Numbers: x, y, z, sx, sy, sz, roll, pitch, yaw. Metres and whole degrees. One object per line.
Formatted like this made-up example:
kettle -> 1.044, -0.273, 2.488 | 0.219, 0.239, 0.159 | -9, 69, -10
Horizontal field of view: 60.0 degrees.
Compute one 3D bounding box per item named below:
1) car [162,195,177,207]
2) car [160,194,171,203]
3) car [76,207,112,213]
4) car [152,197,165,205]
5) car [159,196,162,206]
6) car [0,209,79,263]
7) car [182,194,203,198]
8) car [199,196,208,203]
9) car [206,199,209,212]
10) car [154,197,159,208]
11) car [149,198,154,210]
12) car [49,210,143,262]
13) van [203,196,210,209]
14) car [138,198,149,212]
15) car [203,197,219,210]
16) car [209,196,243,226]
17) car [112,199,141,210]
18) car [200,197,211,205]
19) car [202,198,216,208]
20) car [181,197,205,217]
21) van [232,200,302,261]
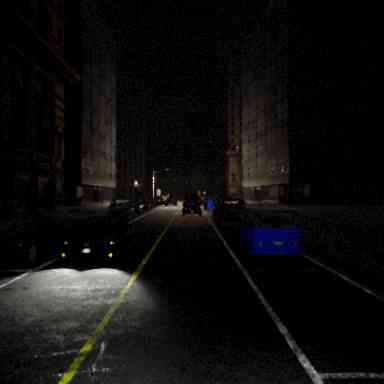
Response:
car -> -3.261, 1.575, 51.723 | 1.812, 1.442, 4.674 | 0, 0, 0
car -> -6.125, 1.482, 77.543 | 2.192, 1.841, 5.009 | 0, 0, 0
car -> -5.907, 1.548, 17.489 | 2.008, 1.369, 4.403 | 1, 0, 0
car -> -6.067, 1.651, 61.164 | 1.947, 1.339, 4.313 | 0, 0, 0
car -> -6.027, 1.627, 50.246 | 1.802, 1.307, 4.206 | 1, 0, 0
car -> -5.887, 1.542, 12.030 | 1.887, 1.381, 4.507 | 1, 0, 0
car -> -0.048, 1.246, 42.430 | 2.150, 2.045, 5.566 | 0, 0, 0
car -> 2.418, 1.679, 72.111 | 1.887, 1.381, 4.507 | 0, 0, 0
car -> 2.578, 1.552, 28.433 | 2.008, 1.369, 4.403 | 1, 0, 0
car -> -6.007, 1.575, 44.787 | 1.887, 1.381, 4.507 | 1, 0, 0
car -> -5.985, 1.459, 39.328 | 1.967, 1.590, 4.097 | 1, 0, 0
car -> -3.139, 1.560, 11.897 | 1.994, 1.385, 4.181 | 0, 0, 0
van -> 2.540, 1.357, 39.353 | 1.690, 1.788, 3.998 | 1, 0, 0
car -> -5.967, 1.561, 33.869 | 2.008, 1.369, 4.403 | 1, 0, 0
car -> 2.519, 1.467, 44.813 | 1.967, 1.590, 4.097 | 1, 0, 0
car -> 2.601, 1.312, 22.973 | 2.192, 1.841, 5.009 | 1, 0, 0
car -> -5.947, 1.555, 28.409 | 2.008, 1.369, 4.403 | 1, 0, 0
car -> 2.458, 1.664, 61.191 | 1.802, 1.307, 4.206 | 0, 0, 0
car -> 2.498, 1.587, 50.272 | 1.887, 1.381, 4.507 | 1, 0, 0
car -> -0.015, 1.531, 31.747 | 1.812, 1.442, 4.674 | 0, 0, -1
van -> 2.640, 1.335, 12.052 | 1.690, 1.788, 3.998 | 1, 0, 0
